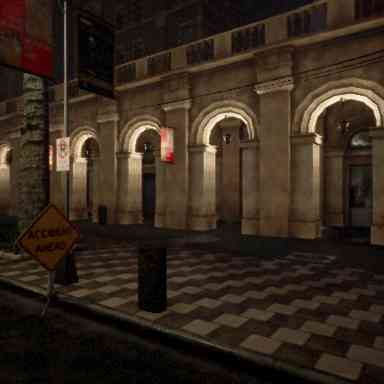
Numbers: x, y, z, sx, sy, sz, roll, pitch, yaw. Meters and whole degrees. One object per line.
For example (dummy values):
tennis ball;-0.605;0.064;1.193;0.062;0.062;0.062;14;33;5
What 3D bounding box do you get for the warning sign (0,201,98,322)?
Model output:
warning sign;-2.586;1.114;6.083;1.060;1.860;1.300;0;0;36
